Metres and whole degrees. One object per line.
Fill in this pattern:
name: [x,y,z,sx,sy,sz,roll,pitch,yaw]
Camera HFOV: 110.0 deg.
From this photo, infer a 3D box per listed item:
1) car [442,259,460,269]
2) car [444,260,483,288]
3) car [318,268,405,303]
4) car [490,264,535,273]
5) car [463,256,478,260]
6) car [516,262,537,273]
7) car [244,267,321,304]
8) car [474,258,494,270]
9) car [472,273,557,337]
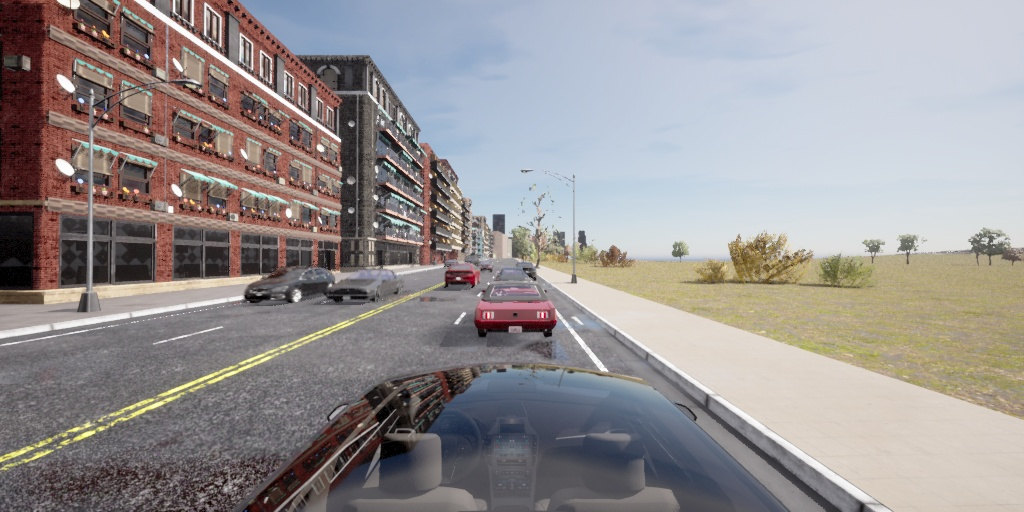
car: [-10.019,1.299,59.572,2.033,1.411,5.357,0,0,0]
car: [-3.223,1.231,23.969,1.882,1.535,5.008,0,0,0]
car: [-6.650,1.300,17.053,2.033,1.411,5.357,0,0,0]
car: [0.031,1.317,20.259,1.994,1.385,4.181,0,0,0]
car: [-6.769,0.976,59.717,2.150,2.045,5.566,0,0,0]
car: [1.044,1.259,30.254,1.837,1.490,4.892,0,0,0]
car: [-9.899,1.257,16.437,1.837,1.490,4.892,0,0,0]
car: [-3.286,1.299,45.516,2.033,1.411,5.357,0,0,-1]
car: [0.073,1.352,10.229,1.895,1.301,4.718,0,0,0]
